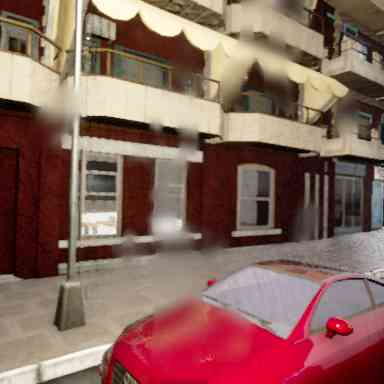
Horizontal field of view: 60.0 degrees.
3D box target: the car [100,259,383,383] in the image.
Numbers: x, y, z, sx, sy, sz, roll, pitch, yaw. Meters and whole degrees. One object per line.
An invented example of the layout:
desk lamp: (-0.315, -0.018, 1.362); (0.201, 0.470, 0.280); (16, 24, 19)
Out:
car: (1.114, 1.566, 3.863); (4.181, 1.385, 1.994); (0, 0, -35)
